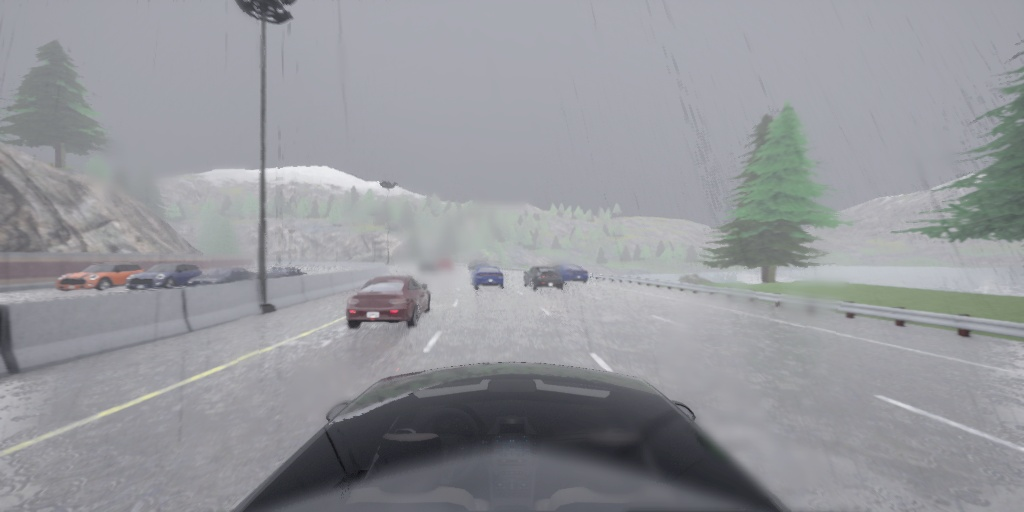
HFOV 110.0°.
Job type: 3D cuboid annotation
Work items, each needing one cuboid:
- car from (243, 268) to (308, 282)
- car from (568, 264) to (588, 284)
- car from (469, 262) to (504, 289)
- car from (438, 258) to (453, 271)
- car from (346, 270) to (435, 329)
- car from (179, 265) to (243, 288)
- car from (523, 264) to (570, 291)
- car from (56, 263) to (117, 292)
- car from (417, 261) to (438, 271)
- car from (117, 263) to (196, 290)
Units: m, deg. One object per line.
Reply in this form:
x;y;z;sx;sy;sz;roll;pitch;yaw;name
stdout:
-16.173;1.542;25.315;2.033;1.411;5.357;0;0;-10;car
4.520;1.421;29.148;1.882;1.535;5.008;0;0;-11;car
-1.765;1.395;24.956;1.882;1.535;5.008;1;0;-10;car
-11.361;1.392;59.722;2.150;2.045;5.566;1;-1;-24;car
-3.753;1.347;11.471;1.812;1.442;4.674;0;0;-5;car
-19.617;1.538;24.690;2.033;1.411;5.357;0;0;-10;car
1.949;1.409;23.376;1.837;1.490;4.892;1;0;-9;car
-26.510;1.282;23.473;2.097;1.767;4.553;0;0;-10;car
-12.533;1.469;52.221;2.097;1.767;4.553;0;0;-20;car
-23.067;1.303;24.097;2.097;1.767;4.553;0;0;-10;car
